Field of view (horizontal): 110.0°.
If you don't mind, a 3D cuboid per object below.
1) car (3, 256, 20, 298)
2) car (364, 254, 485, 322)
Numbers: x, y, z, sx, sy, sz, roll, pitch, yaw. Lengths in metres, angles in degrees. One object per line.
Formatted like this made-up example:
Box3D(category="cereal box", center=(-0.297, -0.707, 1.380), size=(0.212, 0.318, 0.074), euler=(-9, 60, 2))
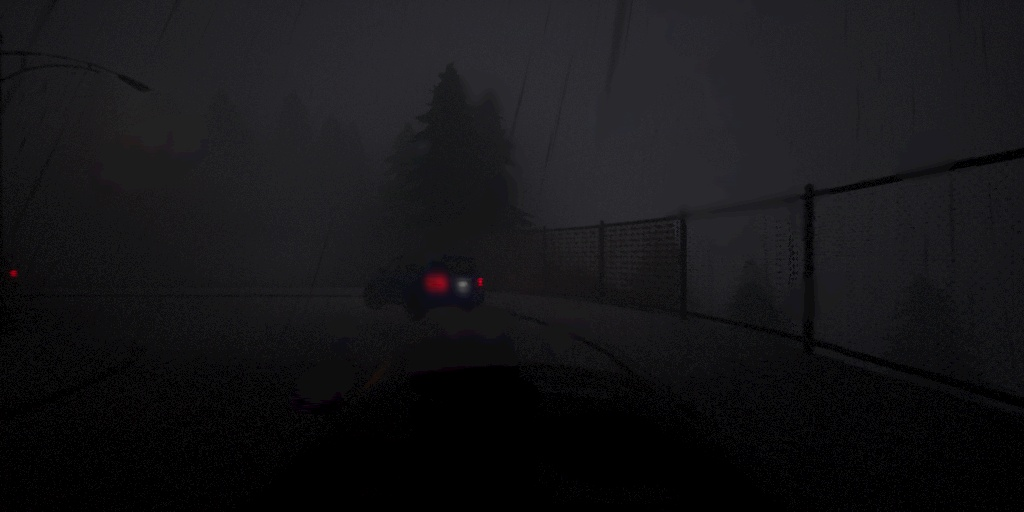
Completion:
Box3D(category="car", center=(-25.368, 0.970, 15.698), size=(5.566, 2.045, 2.150), euler=(0, 0, 0))
Box3D(category="car", center=(-3.250, 0.970, 12.703), size=(2.150, 2.045, 5.566), euler=(1, -1, -42))
